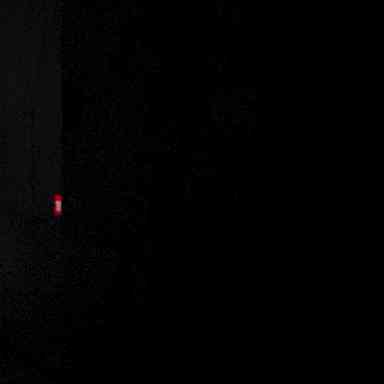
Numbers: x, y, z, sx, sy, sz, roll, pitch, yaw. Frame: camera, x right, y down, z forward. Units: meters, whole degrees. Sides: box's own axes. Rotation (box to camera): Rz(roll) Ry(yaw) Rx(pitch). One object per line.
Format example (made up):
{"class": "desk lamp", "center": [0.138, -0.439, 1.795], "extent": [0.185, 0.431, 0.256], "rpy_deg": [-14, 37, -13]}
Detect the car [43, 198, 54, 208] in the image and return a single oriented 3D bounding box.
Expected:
{"class": "car", "center": [-19.693, 1.509, 49.471], "extent": [1.837, 1.490, 4.892], "rpy_deg": [0, -1, 35]}

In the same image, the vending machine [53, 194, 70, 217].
{"class": "vending machine", "center": [-12.139, 1.197, 30.923], "extent": [1.100, 2.100, 0.880], "rpy_deg": [0, 0, 14]}
